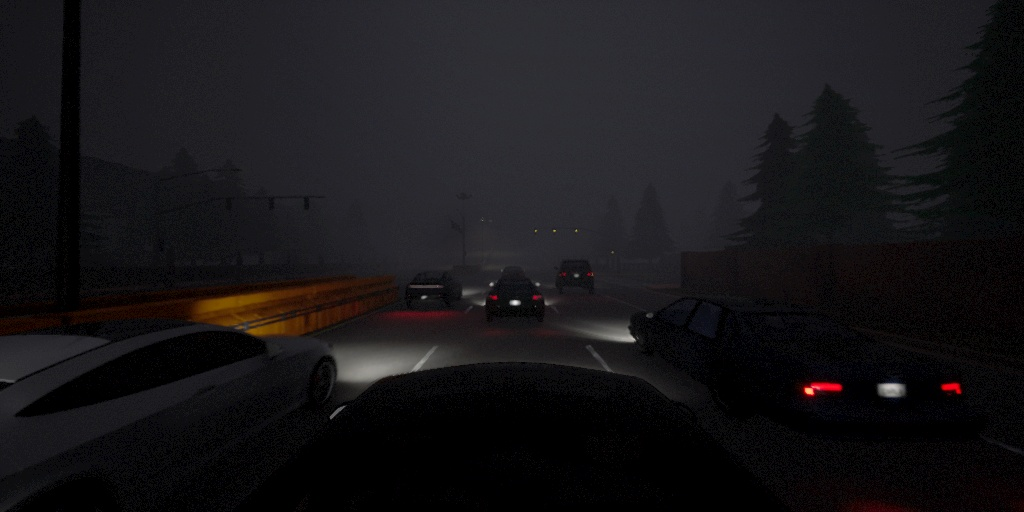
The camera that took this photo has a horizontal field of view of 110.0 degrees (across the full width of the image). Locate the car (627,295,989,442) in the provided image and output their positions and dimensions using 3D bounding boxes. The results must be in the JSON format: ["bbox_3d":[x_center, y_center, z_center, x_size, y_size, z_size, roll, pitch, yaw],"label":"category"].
[{"bbox_3d":[3.600,1.350,5.911,2.033,1.411,5.357,0,-1,0],"label":"car"}]

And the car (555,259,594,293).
[{"bbox_3d":[3.991,1.241,23.105,2.150,2.045,5.566,-1,-1,7],"label":"car"}]

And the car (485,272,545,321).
[{"bbox_3d":[0.099,1.459,13.205,1.994,1.385,4.181,0,-1,0],"label":"car"}]

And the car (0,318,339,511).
[{"bbox_3d":[-3.399,1.295,3.241,1.812,1.442,4.674,0,-1,0],"label":"car"}]

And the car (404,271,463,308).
[{"bbox_3d":[-3.400,1.424,16.250,2.128,1.511,4.902,0,-1,0],"label":"car"}]

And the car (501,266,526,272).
[{"bbox_3d":[0.100,1.579,29.635,1.882,1.535,5.008,0,-1,0],"label":"car"}]
